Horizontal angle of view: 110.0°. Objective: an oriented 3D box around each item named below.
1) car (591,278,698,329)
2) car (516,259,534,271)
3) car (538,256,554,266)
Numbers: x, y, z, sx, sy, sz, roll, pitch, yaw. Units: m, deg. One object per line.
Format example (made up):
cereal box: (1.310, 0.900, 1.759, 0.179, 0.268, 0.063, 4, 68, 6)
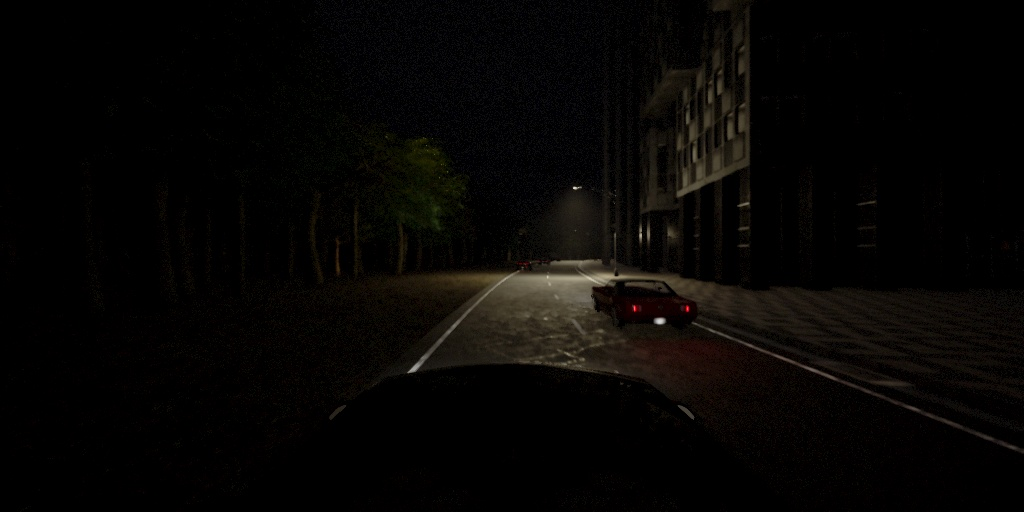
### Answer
car: (3.787, 1.345, 11.239, 1.895, 1.301, 4.718, 0, 0, 2)
car: (1.573, 1.063, 44.490, 1.837, 1.490, 4.892, 0, 0, 7)
car: (5.650, 0.948, 63.000, 2.033, 1.411, 5.357, 0, 1, 11)
